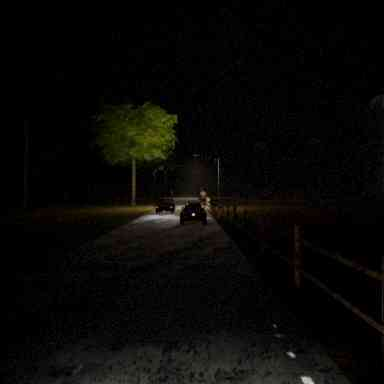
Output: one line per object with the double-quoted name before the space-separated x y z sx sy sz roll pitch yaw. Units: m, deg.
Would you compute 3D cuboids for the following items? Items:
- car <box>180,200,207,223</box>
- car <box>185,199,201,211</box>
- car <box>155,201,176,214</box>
"car" 0.100 1.589 25.542 1.994 1.385 4.181 0 0 0
"car" 0.098 1.647 42.388 1.895 1.301 4.718 0 0 0
"car" -2.821 1.642 35.967 1.895 1.301 4.718 0 0 0
